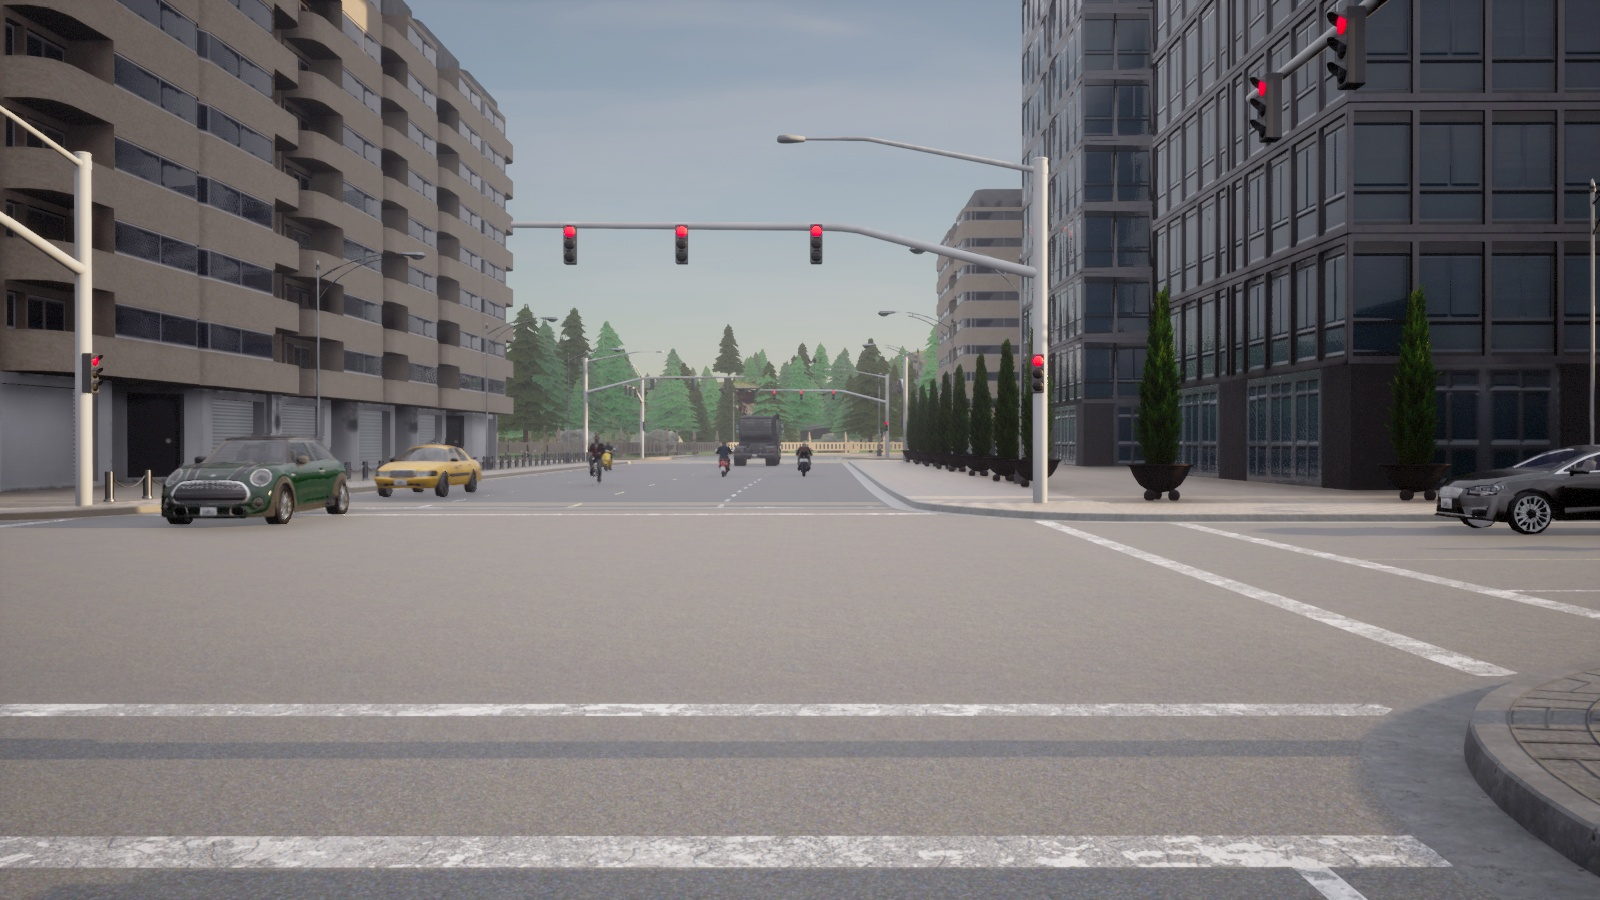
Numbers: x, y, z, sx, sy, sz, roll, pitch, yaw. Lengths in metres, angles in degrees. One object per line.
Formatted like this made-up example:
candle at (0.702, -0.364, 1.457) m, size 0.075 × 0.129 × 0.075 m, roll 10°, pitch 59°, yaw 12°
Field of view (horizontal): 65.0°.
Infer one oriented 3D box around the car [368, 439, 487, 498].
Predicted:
car at (-10.621, 0.472, 36.225) m, size 1.801 × 1.575 × 5.366 m, roll 0°, pitch 0°, yaw 0°

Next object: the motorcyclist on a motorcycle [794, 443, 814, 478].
motorcyclist on a motorcycle at (0.200, 0.460, 56.894) m, size 0.866 × 1.530 × 2.191 m, roll 0°, pitch 0°, yaw 1°

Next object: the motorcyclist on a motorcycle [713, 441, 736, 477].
motorcyclist on a motorcycle at (-3.326, 0.384, 55.476) m, size 0.866 × 1.590 × 1.817 m, roll 0°, pitch 0°, yaw 1°

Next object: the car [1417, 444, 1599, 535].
car at (13.678, 0.646, 21.788) m, size 4.902 × 1.511 × 2.128 m, roll 0°, pitch 0°, yaw 1°

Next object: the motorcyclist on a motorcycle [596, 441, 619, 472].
motorcyclist on a motorcycle at (-10.135, 0.318, 66.182) m, size 0.866 × 1.590 × 1.817 m, roll 0°, pitch 0°, yaw 1°

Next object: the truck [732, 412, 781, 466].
truck at (-2.822, -0.710, 83.605) m, size 2.891 × 3.462 × 7.936 m, roll 0°, pitch 0°, yaw 1°

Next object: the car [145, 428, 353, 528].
car at (-10.578, 0.483, 24.545) m, size 2.097 × 1.767 × 4.553 m, roll 0°, pitch 0°, yaw 0°
